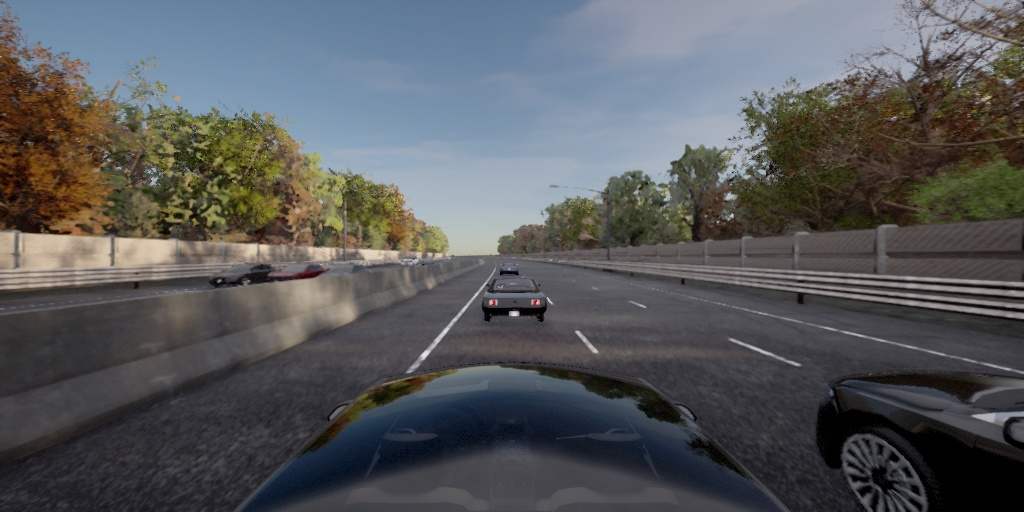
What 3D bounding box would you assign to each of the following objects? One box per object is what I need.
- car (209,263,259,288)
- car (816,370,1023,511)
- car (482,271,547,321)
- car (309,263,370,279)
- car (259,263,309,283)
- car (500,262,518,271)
[{"bbox_3d":[-17.762,1.264,24.132,1.837,1.490,4.892,0,0,-1],"label":"car"},{"bbox_3d":[3.592,1.240,1.146,2.128,1.511,4.902,0,0,0],"label":"car"},{"bbox_3d":[0.055,1.355,12.422,1.895,1.301,4.718,0,0,0],"label":"car"},{"bbox_3d":[-10.749,1.263,23.237,1.837,1.490,4.892,0,0,-1],"label":"car"},{"bbox_3d":[-14.262,1.237,24.203,1.882,1.535,5.008,0,0,-1],"label":"car"},{"bbox_3d":[-0.323,1.327,39.160,1.994,1.385,4.181,0,0,-1],"label":"car"}]
